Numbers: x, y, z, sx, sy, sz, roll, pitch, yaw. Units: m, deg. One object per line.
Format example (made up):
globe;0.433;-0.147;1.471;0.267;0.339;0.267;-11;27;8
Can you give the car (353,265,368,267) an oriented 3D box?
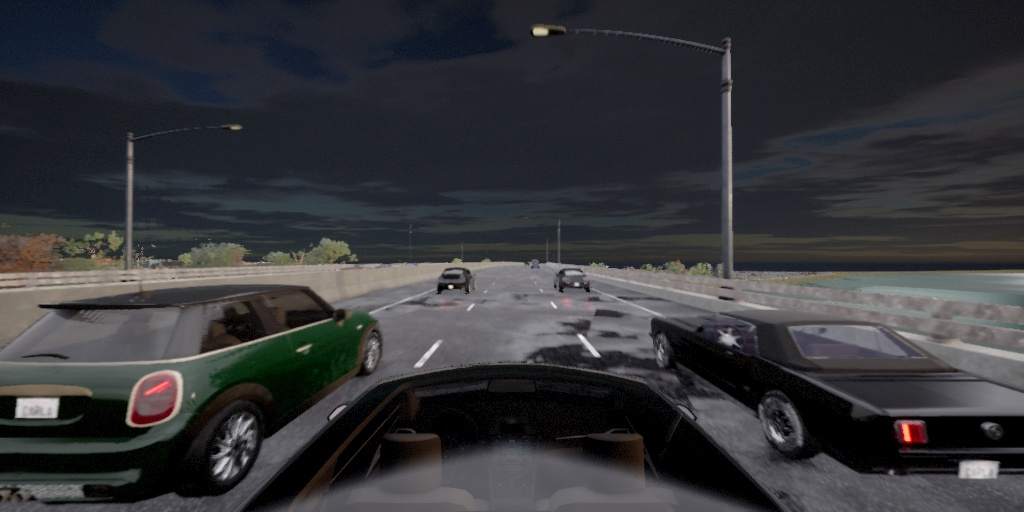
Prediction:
car;-20.440;1.805;47.657;1.895;1.301;4.718;0;-1;2

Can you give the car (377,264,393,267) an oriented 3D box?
car;-16.929;1.775;48.031;1.994;1.385;4.181;0;-1;2

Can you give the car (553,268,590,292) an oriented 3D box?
car;3.737;1.482;22.830;1.812;1.442;4.674;0;-1;1

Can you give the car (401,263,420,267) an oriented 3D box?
car;-13.443;1.687;47.581;1.882;1.535;5.008;0;-1;2

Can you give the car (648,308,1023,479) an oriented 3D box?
car;3.606;1.385;4.986;1.895;1.301;4.718;0;-1;0

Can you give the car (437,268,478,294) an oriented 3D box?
car;-3.276;1.444;21.800;1.837;1.490;4.892;0;-1;1

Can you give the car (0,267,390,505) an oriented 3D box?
car;-3.391;1.126;4.689;2.097;1.767;4.553;0;-1;0
